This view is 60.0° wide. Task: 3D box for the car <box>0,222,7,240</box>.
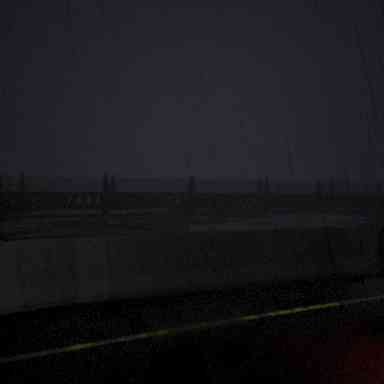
[{"bbox_3d":[-7.041,1.186,7.619,4.902,1.511,2.128,0,1,-26],"label":"car"}]
